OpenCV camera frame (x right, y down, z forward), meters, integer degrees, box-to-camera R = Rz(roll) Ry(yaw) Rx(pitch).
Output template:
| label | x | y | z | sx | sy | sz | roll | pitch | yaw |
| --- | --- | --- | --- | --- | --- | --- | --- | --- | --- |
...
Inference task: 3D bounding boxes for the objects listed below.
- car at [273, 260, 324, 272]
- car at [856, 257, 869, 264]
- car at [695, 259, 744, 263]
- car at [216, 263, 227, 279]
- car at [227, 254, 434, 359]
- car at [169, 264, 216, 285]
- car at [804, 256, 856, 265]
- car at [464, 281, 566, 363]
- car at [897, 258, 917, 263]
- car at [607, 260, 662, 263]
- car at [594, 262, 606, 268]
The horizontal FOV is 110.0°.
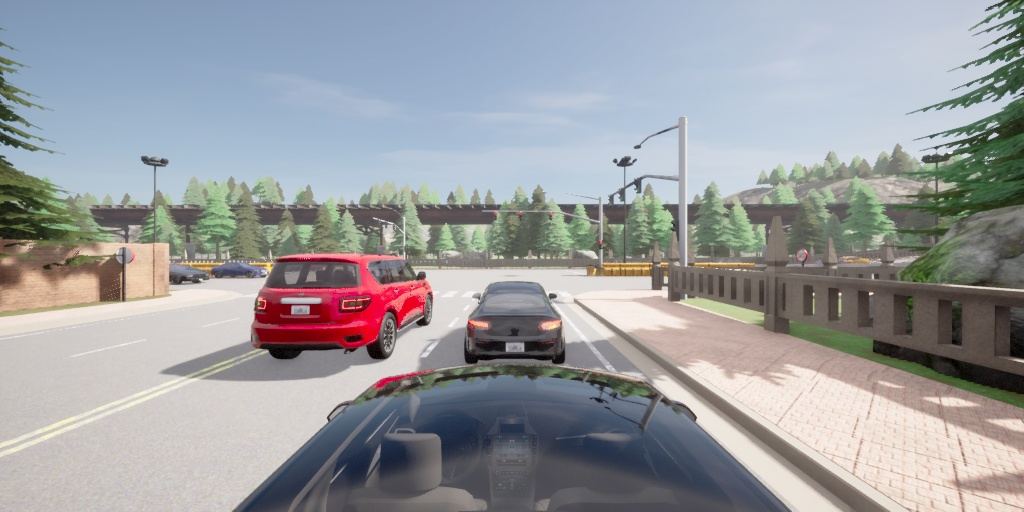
| label | x | y | z | sx | sy | sz | roll | pitch | yaw |
| --- | --- | --- | --- | --- | --- | --- | --- | --- | --- |
| car | -27.810 | 1.297 | 46.796 | 5.357 | 1.411 | 2.033 | 0 | 0 | 0 |
| car | 43.297 | 0.840 | 46.540 | 5.008 | 1.535 | 1.882 | -3 | 0 | 0 |
| car | 23.347 | 1.101 | 39.581 | 4.553 | 1.767 | 2.097 | 0 | 0 | 0 |
| car | -24.689 | 1.276 | 32.583 | 4.674 | 1.442 | 1.812 | 0 | 0 | 0 |
| car | -3.441 | 0.971 | 8.520 | 2.150 | 2.045 | 5.566 | 0 | 0 | 0 |
| car | -24.846 | 1.298 | 25.584 | 5.357 | 1.411 | 2.033 | 0 | 0 | 0 |
| car | 37.590 | 1.087 | 43.062 | 5.008 | 1.535 | 1.882 | -2 | 0 | 0 |
| car | 0.061 | 1.276 | 7.969 | 1.812 | 1.442 | 4.674 | 0 | 0 | 0 |
| car | 44.569 | 0.892 | 39.532 | 4.718 | 1.301 | 1.895 | -3 | 0 | 0 |
| car | 13.404 | 1.228 | 39.618 | 5.008 | 1.535 | 1.882 | 0 | 0 | 0 |
| car | 13.129 | 1.241 | 46.618 | 4.902 | 1.511 | 2.128 | 0 | 0 | 0 |
